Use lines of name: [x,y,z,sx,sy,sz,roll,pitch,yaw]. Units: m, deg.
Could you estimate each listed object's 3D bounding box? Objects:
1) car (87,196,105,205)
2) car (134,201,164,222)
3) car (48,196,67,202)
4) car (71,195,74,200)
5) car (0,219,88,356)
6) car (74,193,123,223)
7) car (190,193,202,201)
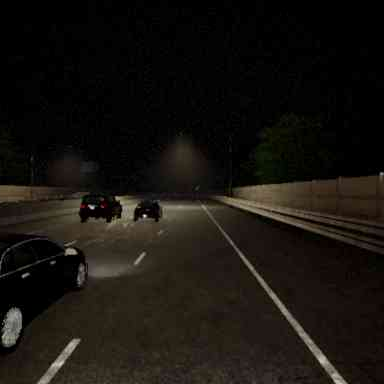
car: [-17.534,1.489,61.049,1.812,1.442,4.674,0,0,1]
car: [-3.402,1.486,26.418,1.837,1.490,4.892,0,0,0]
car: [-24.522,1.441,60.595,1.882,1.535,5.008,0,0,1]
car: [-21.010,1.186,63.086,2.150,2.045,5.566,0,0,0]
car: [-3.401,1.501,6.014,1.837,1.490,4.892,0,0,0]
car: [-6.902,1.203,25.711,2.150,2.045,5.566,0,0,0]
car: [1.217,1.340,80.635,2.097,1.767,4.553,0,0,0]
